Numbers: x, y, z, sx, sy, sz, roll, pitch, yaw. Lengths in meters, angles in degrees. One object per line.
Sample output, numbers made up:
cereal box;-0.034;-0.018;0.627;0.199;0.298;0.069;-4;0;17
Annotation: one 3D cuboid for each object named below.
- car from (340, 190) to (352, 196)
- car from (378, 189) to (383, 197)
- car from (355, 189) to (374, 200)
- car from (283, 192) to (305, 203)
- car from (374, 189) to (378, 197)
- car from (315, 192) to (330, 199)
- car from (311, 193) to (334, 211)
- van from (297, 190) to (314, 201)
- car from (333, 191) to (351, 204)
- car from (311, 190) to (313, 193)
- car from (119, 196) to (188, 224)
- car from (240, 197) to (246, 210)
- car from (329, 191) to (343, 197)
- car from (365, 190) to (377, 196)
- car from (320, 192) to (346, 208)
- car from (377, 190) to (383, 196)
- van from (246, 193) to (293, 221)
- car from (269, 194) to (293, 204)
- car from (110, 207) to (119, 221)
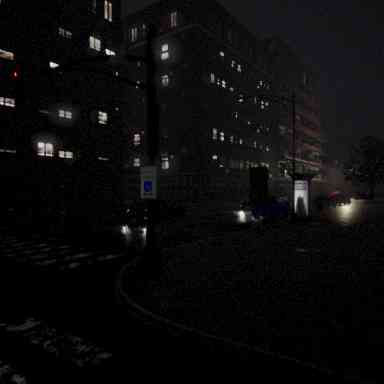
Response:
car;38.824;0.278;83.663;2.008;1.369;4.403;1;1;36
car;41.827;0.356;74.307;1.887;1.381;4.507;1;1;36
car;28.688;0.563;55.907;1.967;1.590;4.097;1;1;36
car;15.757;0.800;51.361;1.752;1.417;4.829;1;1;36
car;31.973;0.590;60.509;1.887;1.381;4.507;1;1;36
car;25.699;0.621;65.284;1.802;1.307;4.206;1;1;36
car;12.264;1.078;32.912;1.947;1.339;4.313;1;1;36
van;19.137;0.536;56.090;1.690;1.788;3.998;1;1;36
car;18.834;0.923;42.111;1.947;1.339;4.313;1;1;36
car;16.469;0.855;47.965;2.033;1.411;5.357;0;1;36
car;-2.233;1.100;21.947;2.097;1.767;4.553;0;1;36
car;6.741;0.887;34.499;2.097;1.767;4.553;0;1;36
car;32.262;0.427;74.473;1.887;1.381;4.507;1;1;36
car;44.217;0.216;82.085;1.994;1.385;4.181;0;1;36
car;15.549;0.979;37.511;1.887;1.381;4.507;1;1;36
car;45.111;0.315;78.907;1.802;1.307;4.206;1;1;36
van;5.695;1.008;23.708;1.690;1.788;3.998;1;1;36
car;12.574;0.932;46.906;1.802;1.307;4.206;1;1;36
car;-3.832;1.282;23.931;1.887;1.381;4.507;1;1;36
